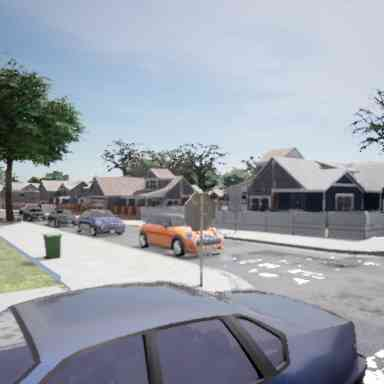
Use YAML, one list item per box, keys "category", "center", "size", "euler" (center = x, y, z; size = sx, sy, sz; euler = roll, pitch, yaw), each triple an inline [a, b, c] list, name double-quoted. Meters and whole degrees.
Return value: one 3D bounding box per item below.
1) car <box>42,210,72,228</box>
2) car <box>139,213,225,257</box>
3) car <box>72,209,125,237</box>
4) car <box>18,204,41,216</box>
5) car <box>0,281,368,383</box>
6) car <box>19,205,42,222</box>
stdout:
- category: "car"
  center: [-11.954, 2.412, 30.635]
  size: [1.837, 1.490, 4.892]
  euler: [1, -2, -37]
- category: "car"
  center: [-0.586, 1.766, 15.154]
  size: [2.097, 1.767, 4.553]
  euler: [1, -2, -36]
- category: "car"
  center: [-6.388, 2.024, 23.120]
  size: [2.097, 1.767, 4.553]
  euler: [1, -2, -36]
- category: "car"
  center: [-25.790, 2.868, 52.757]
  size: [2.097, 1.767, 4.553]
  euler: [1, -2, -41]
- category: "car"
  center: [-0.753, 1.556, 2.557]
  size: [5.357, 1.411, 2.033]
  euler: [1, 0, -36]
- category: "car"
  center: [-18.562, 2.667, 39.282]
  size: [1.837, 1.490, 4.892]
  euler: [1, -2, -38]
